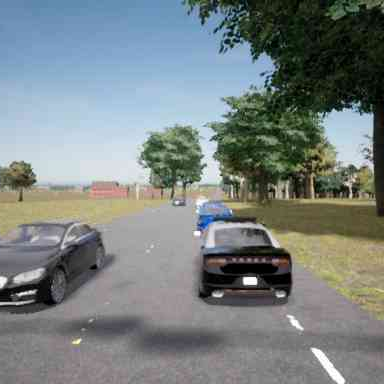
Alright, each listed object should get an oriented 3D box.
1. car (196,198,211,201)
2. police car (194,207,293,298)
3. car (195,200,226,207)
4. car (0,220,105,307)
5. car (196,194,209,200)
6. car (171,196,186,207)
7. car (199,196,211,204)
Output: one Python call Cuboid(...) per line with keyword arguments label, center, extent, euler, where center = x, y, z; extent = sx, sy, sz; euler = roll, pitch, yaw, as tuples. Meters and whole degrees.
Cuboid(label="car", center=(1.419, 1.462, 24.465), extent=(1.837, 1.490, 4.892), euler=(0, 0, 2))
Cuboid(label="police car", center=(1.085, 1.414, 8.639), extent=(1.930, 1.638, 5.238), euler=(0, 0, 1))
Cuboid(label="car", center=(1.253, 1.447, 18.490), extent=(1.882, 1.535, 5.008), euler=(0, 0, 1))
Cuboid(label="car", center=(-3.546, 1.480, 8.140), extent=(2.128, 1.511, 4.902), euler=(0, 0, 1))
Cuboid(label="car", center=(1.450, 1.434, 46.215), extent=(1.812, 1.442, 4.674), euler=(0, 0, 4))
Cuboid(label="car", center=(-1.953, 1.387, 49.842), extent=(2.128, 1.511, 4.902), euler=(0, 0, 4))
Cuboid(label="car", center=(2.455, 1.473, 61.275), extent=(1.895, 1.301, 4.718), euler=(0, 0, 5))
